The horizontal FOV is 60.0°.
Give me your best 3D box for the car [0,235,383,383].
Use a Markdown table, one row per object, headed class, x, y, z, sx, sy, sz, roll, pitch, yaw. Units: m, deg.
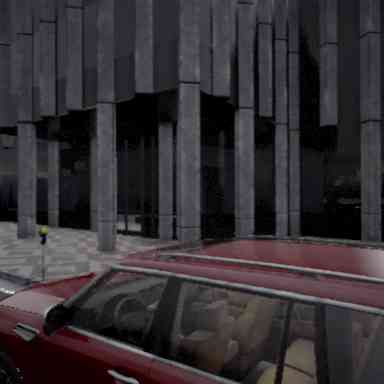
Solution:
| class | x | y | z | sx | sy | sz | roll | pitch | yaw |
| --- | --- | --- | --- | --- | --- | --- | --- | --- | --- |
| car | 0.221 | 1.310 | 2.700 | 5.009 | 1.841 | 2.192 | 0 | 0 | 36 |
